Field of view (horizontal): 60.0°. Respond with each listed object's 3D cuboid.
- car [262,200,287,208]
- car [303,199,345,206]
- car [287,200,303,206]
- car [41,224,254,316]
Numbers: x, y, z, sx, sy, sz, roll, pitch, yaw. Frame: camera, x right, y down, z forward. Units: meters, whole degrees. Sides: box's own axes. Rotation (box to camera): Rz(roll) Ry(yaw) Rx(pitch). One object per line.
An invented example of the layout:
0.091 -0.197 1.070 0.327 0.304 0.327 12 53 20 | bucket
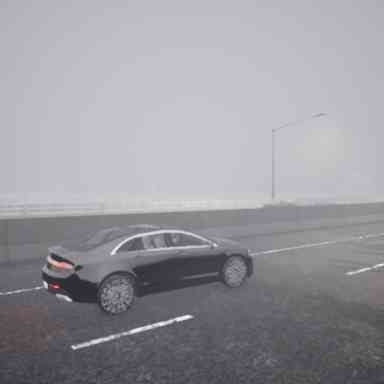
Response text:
9.926 1.515 36.786 4.718 1.301 1.895 0 0 -35 | car
12.561 1.520 30.073 4.718 1.301 1.895 0 0 -35 | car
12.633 1.459 34.417 5.357 1.411 2.033 0 0 -35 | car
-0.721 1.481 7.522 4.902 1.511 2.128 0 0 -35 | car
